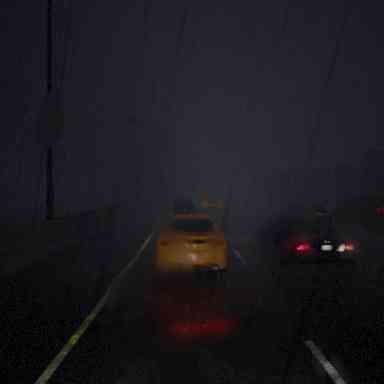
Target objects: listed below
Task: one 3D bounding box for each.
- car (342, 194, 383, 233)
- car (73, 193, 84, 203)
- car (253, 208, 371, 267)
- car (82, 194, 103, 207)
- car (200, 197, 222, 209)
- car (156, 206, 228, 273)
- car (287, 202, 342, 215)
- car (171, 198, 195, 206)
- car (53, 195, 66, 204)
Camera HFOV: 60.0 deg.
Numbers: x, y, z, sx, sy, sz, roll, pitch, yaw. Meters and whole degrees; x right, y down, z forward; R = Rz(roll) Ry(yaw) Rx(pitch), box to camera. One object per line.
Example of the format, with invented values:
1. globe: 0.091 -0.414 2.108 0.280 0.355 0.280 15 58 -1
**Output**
1. car: 10.247 1.105 19.103 2.150 2.045 5.566 0 0 -2
2. car: -19.087 1.009 56.763 2.128 1.511 4.902 0 0 -13
3. car: 3.451 1.480 11.165 2.033 1.411 5.357 0 0 -1
4. car: -13.534 1.282 46.530 2.033 1.411 5.357 0 0 -9
5. car: 2.043 1.260 37.159 1.882 1.535 5.008 0 0 -6
6. car: -0.042 1.416 10.526 1.882 1.535 5.008 0 0 -1
7. car: 6.715 1.371 20.073 2.128 1.511 4.902 0 0 -2
8. car: -0.792 1.304 29.727 1.882 1.535 5.008 0 0 -4
9. car: -22.490 1.143 55.947 2.033 1.411 5.357 0 0 -13
